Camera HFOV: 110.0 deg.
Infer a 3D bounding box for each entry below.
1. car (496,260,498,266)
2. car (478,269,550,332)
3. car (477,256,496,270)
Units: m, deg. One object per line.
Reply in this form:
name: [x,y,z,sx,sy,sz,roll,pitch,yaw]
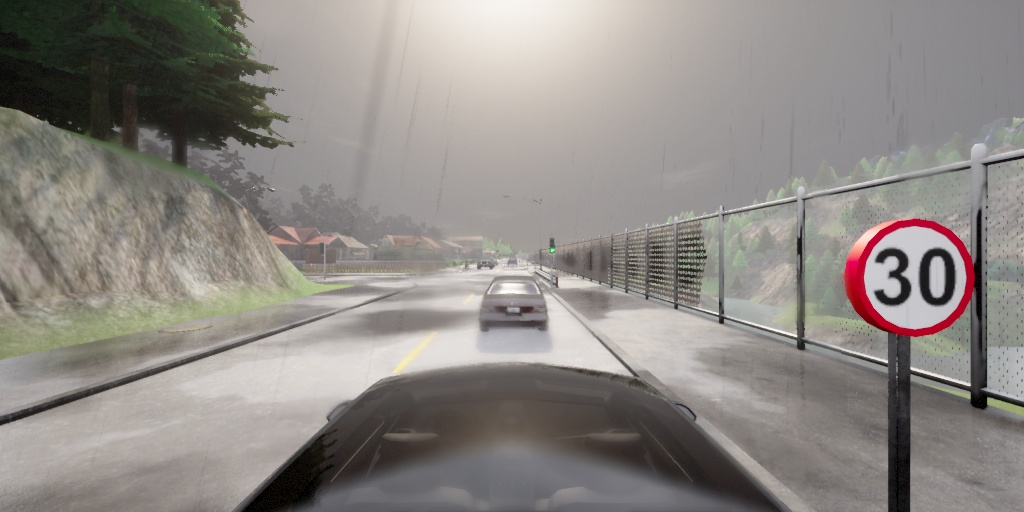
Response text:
car: [-3.986,1.297,64.898,2.033,1.411,5.357,0,0,0]
car: [0.059,1.298,10.865,2.033,1.411,5.357,0,0,0]
car: [-4.035,0.971,54.656,2.150,2.045,5.566,0,0,0]
